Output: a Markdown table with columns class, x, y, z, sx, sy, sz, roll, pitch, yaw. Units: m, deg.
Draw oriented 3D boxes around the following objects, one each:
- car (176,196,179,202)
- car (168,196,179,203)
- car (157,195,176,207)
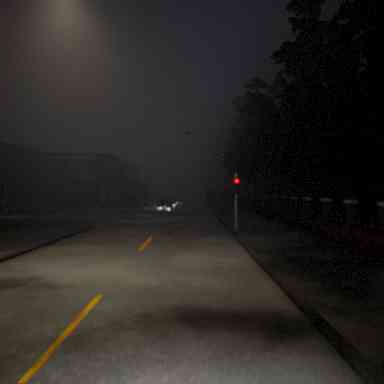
| class | x | y | z | sx | sy | sz | roll | pitch | yaw |
| --- | --- | --- | --- | --- | --- | --- | --- | --- | --- |
| car | -3.870 | 1.351 | 59.730 | 1.837 | 1.490 | 4.892 | 0 | 0 | 0 |
| car | -3.842 | 1.565 | 70.135 | 2.128 | 1.511 | 4.902 | 0 | 0 | 0 |
| car | -3.960 | 1.436 | 49.576 | 1.994 | 1.385 | 4.181 | 0 | 0 | 0 |
